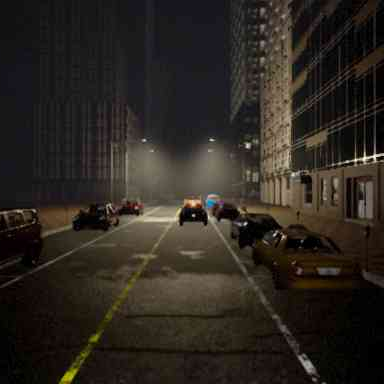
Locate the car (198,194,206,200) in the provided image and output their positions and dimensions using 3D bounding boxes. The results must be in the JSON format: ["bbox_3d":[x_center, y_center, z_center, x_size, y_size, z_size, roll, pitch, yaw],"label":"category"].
[{"bbox_3d":[2.717,1.380,89.955,1.887,1.381,4.507,1,0,0],"label":"car"}]

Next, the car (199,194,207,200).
[{"bbox_3d":[2.716,1.377,84.811,1.752,1.417,4.829,1,0,0],"label":"car"}]

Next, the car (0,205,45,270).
[{"bbox_3d":[-5.680,1.312,8.700,2.192,1.841,5.009,0,0,0],"label":"car"}]

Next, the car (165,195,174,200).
[{"bbox_3d":[-5.665,1.403,84.648,2.008,1.369,4.403,1,0,0],"label":"car"}]

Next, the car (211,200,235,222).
[{"bbox_3d":[2.702,1.563,25.744,1.802,1.307,4.206,0,0,0],"label":"car"}]

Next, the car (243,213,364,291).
[{"bbox_3d":[2.699,1.522,8.858,1.752,1.417,4.829,0,0,0],"label":"car"}]

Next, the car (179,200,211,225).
[{"bbox_3d":[0.106,1.546,24.187,1.994,1.385,4.181,0,0,0],"label":"car"}]

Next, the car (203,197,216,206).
[{"bbox_3d":[2.708,1.520,52.756,1.802,1.307,4.206,1,0,0],"label":"car"}]

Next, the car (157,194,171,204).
[{"bbox_3d":[-5.670,1.459,63.396,1.887,1.381,4.507,1,0,0],"label":"car"}]

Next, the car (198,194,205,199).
[{"bbox_3d":[2.719,1.258,95.268,1.967,1.590,4.097,1,0,0],"label":"car"}]

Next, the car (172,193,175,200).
[{"bbox_3d":[-5.666,1.420,79.334,2.008,1.369,4.403,1,0,0],"label":"car"}]

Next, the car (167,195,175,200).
[{"bbox_3d":[-5.664,1.417,89.960,1.802,1.307,4.206,1,0,0],"label":"car"}]

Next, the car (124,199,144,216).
[{"bbox_3d":[-5.676,1.413,31.445,1.967,1.590,4.097,0,0,0],"label":"car"}]

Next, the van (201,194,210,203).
[{"bbox_3d":[2.714,1.242,68.698,1.690,1.788,3.998,1,0,0],"label":"van"}]

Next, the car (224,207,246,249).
[{"bbox_3d":[2.699,1.559,14.375,1.947,1.339,4.313,0,0,0],"label":"car"}]

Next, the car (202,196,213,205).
[{"bbox_3d":[2.710,1.452,58.239,1.752,1.417,4.829,1,0,0],"label":"car"}]

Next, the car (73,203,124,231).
[{"bbox_3d":[-5.679,1.428,20.073,1.967,1.590,4.097,0,0,0],"label":"car"}]

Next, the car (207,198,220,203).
[{"bbox_3d":[2.703,1.517,31.430,1.887,1.381,4.507,0,0,0],"label":"car"}]

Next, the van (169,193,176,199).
[{"bbox_3d":[-5.661,1.159,95.274,1.690,1.788,3.998,1,0,0],"label":"van"}]

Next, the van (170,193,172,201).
[{"bbox_3d":[-5.667,1.242,68.708,1.690,1.788,3.998,1,0,0],"label":"van"}]

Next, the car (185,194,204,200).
[{"bbox_3d":[0.109,1.309,40.840,2.097,1.767,4.553,0,0,0],"label":"car"}]

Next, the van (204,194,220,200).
[{"bbox_3d":[2.708,1.298,42.127,1.690,1.788,3.998,0,0,0],"label":"van"}]
